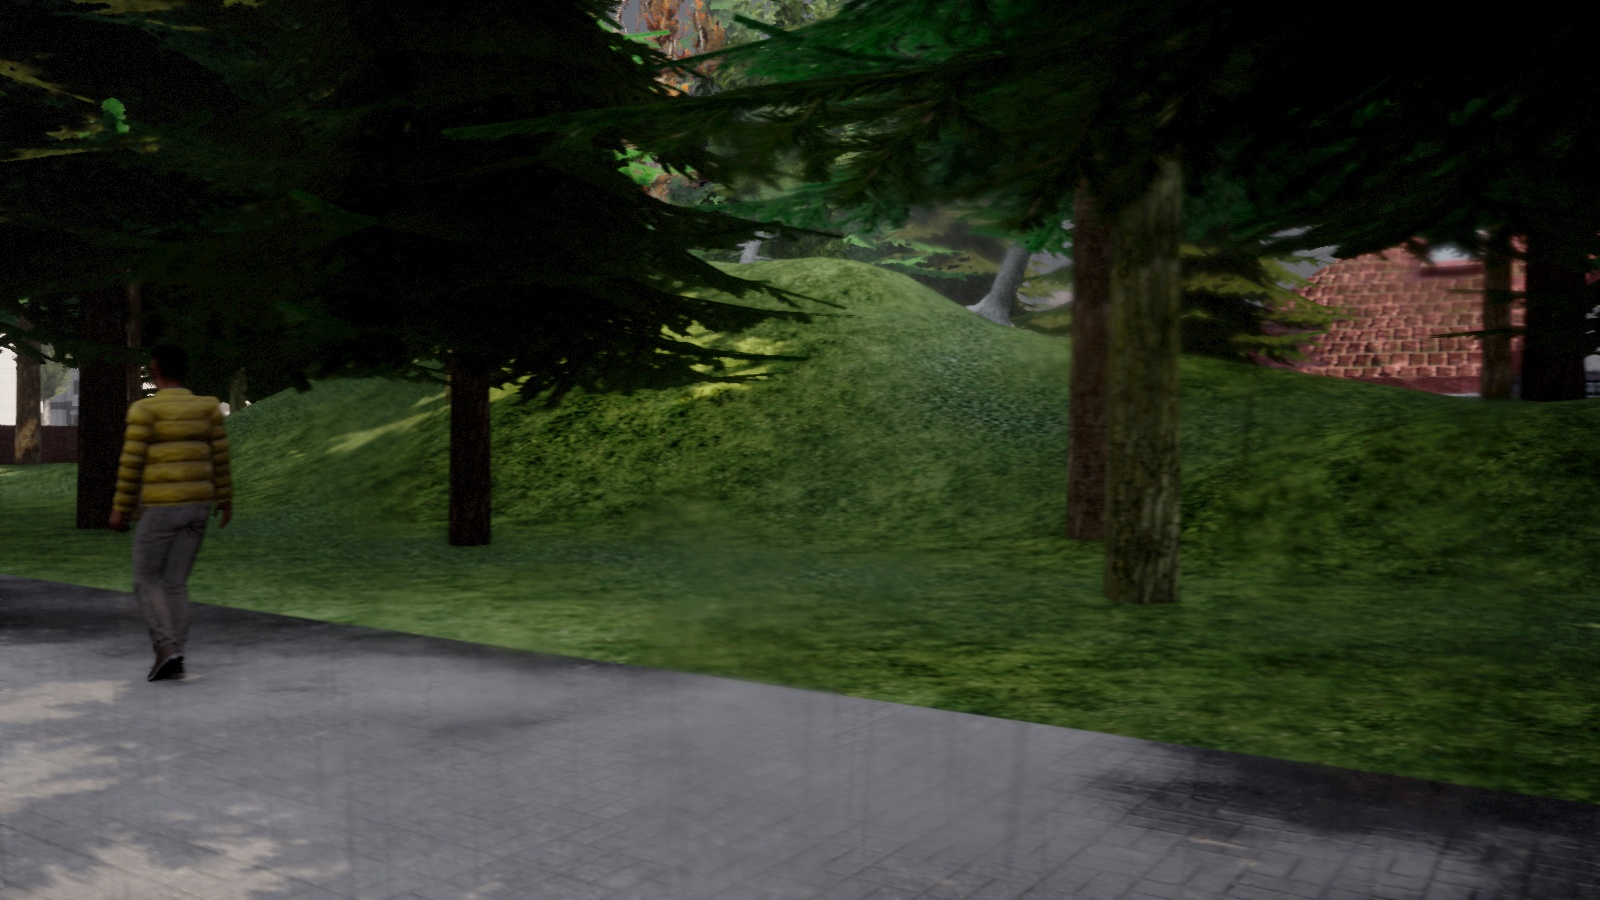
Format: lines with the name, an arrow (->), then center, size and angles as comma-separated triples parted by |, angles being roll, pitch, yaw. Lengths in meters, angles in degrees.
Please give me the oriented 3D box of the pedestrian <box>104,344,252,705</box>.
pedestrian -> -3.364, 0.379, 6.788 | 0.709, 1.840, 0.431 | 0, 1, 38
